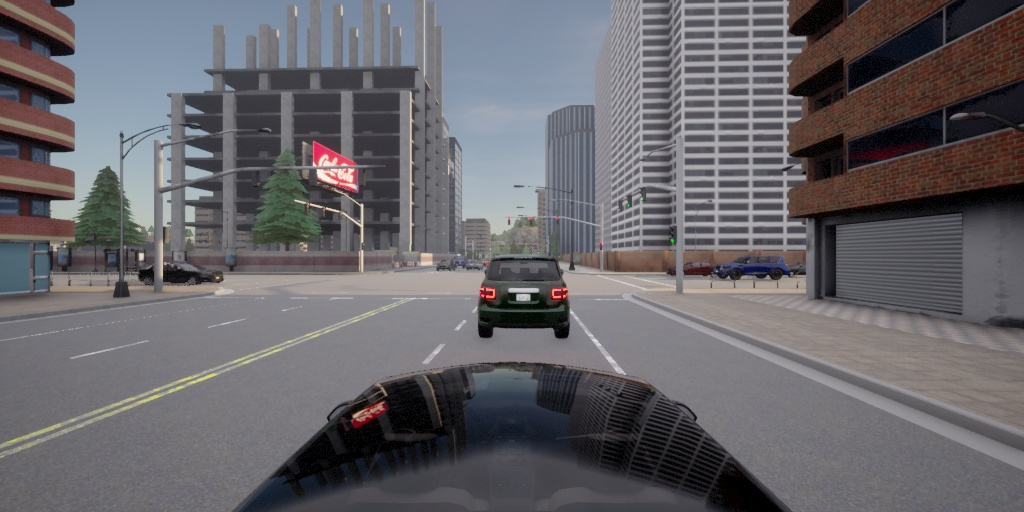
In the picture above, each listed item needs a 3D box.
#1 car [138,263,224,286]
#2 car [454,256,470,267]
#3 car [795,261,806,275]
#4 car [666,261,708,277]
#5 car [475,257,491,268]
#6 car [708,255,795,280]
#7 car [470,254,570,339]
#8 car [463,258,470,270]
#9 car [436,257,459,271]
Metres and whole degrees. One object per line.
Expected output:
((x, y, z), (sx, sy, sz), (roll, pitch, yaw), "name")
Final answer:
((-22.595, 1.228, 24.620), (5.008, 1.535, 1.882), (0, 0, 3), "car")
((-8.497, 0.971, 58.372), (2.150, 2.045, 5.566), (0, 0, 1), "car")
((27.240, 1.241, 33.737), (4.902, 1.511, 2.128), (0, 0, 2), "car")
((17.310, 1.228, 34.071), (5.008, 1.535, 1.882), (0, 0, 2), "car")
((-4.871, 1.102, 61.260), (2.097, 1.767, 4.553), (0, 0, 2), "car")
((20.226, 0.971, 30.477), (5.566, 2.045, 2.150), (0, 0, 2), "car")
((0.338, 0.971, 10.283), (2.150, 2.045, 5.566), (0, 0, 2), "car")
((-5.276, 1.351, 51.160), (1.895, 1.301, 4.718), (0, 0, 2), "car")
((-8.880, 1.255, 48.524), (1.837, 1.490, 4.892), (0, 0, 2), "car")
